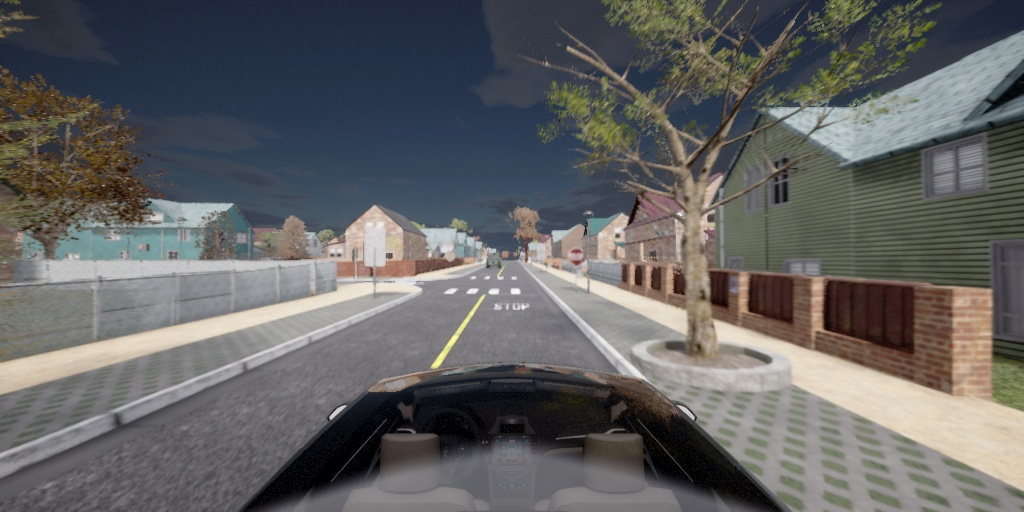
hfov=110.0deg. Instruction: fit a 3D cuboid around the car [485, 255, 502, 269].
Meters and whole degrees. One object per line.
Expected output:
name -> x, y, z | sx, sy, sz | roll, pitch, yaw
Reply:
car -> -2.743, 0.843, 54.173 | 2.150, 2.045, 5.566 | 0, 1, 0
